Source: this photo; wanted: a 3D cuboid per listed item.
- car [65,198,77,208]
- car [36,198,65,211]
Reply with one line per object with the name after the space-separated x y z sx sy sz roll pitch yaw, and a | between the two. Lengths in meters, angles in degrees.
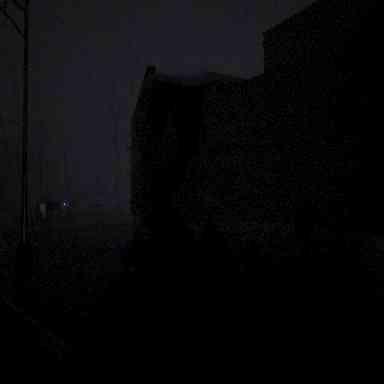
-19.901 1.722 53.484 1.812 1.442 4.674 1 0 -7 | car
-18.558 1.632 42.980 2.128 1.511 4.902 1 0 -6 | car
